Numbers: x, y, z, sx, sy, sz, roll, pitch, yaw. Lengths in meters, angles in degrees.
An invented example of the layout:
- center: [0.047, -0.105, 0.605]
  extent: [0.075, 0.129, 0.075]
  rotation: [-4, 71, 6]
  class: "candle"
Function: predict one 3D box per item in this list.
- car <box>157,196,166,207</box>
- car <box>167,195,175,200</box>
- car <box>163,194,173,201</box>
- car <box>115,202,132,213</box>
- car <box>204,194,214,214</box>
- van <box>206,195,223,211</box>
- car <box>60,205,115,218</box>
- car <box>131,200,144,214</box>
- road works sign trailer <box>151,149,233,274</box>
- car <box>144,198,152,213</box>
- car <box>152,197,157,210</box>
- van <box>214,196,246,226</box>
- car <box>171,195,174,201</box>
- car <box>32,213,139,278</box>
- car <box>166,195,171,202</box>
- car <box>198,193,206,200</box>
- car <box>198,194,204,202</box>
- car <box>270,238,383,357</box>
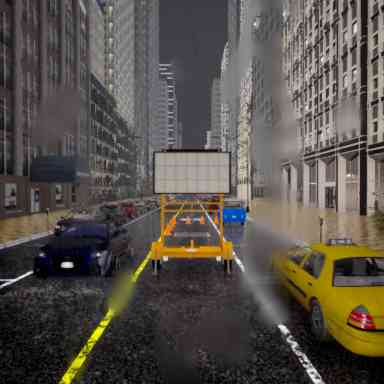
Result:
- center: [-5.695, 1.539, 51.557]
  extent: [2.008, 1.369, 4.403]
  rotation: [-1, 0, 0]
  class: "car"
- center: [-5.693, 1.501, 91.173]
  extent: [1.752, 1.417, 4.829]
  rotation: [-1, 0, 0]
  class: "car"
- center: [-5.694, 1.420, 79.975]
  extent: [1.967, 1.590, 4.097]
  rotation: [-1, 0, 0]
  class: "car"
- center: [-5.696, 1.560, 23.139]
  extent: [1.947, 1.339, 4.313]
  rotation: [-1, 0, 0]
  class: "car"
- center: [2.682, 1.307, 34.506]
  extent: [2.192, 1.841, 5.009]
  rotation: [-1, 0, 0]
  class: "car"
- center: [2.683, 1.332, 40.189]
  extent: [1.690, 1.788, 3.998]
  rotation: [-1, 0, 0]
  class: "van"
- center: [-5.697, 1.547, 17.455]
  extent: [2.008, 1.369, 4.403]
  rotation: [-1, 0, 0]
  class: "car"
- center: [-5.696, 1.538, 28.822]
  extent: [1.887, 1.381, 4.507]
  rotation: [-1, 0, 0]
  class: "car"
- center: [0.002, 0.462, 10.487]
  extent: [2.380, 3.560, 2.880]
  rotation: [0, 0, 0]
  class: "road works sign trailer"
- center: [-5.696, 1.543, 34.506]
  extent: [2.008, 1.369, 4.403]
  rotation: [-1, 0, 0]
  class: "car"
- center: [-5.695, 1.573, 40.190]
  extent: [1.802, 1.307, 4.206]
  rotation: [-1, 0, 0]
  class: "car"
- center: [2.682, 1.336, 23.138]
  extent: [1.690, 1.788, 3.998]
  rotation: [-1, 0, 0]
  class: "van"
- center: [-5.693, 1.563, 74.291]
  extent: [1.802, 1.307, 4.206]
  rotation: [-1, 0, 0]
  class: "car"
- center: [-3.000, 1.561, 9.990]
  extent: [1.994, 1.385, 4.181]
  rotation: [0, 0, 0]
  class: "car"
- center: [-5.694, 1.535, 62.924]
  extent: [2.008, 1.369, 4.403]
  rotation: [-1, 0, 0]
  class: "car"
- center: [2.686, 1.291, 91.343]
  extent: [2.192, 1.841, 5.009]
  rotation: [-1, 0, 0]
  class: "car"
- center: [2.687, 1.535, 62.923]
  extent: [2.008, 1.369, 4.403]
  rotation: [-1, 0, 0]
  class: "car"
- center: [2.683, 1.524, 6.257]
  extent: [1.752, 1.417, 4.829]
  rotation: [-1, 0, 0]
  class: "car"
